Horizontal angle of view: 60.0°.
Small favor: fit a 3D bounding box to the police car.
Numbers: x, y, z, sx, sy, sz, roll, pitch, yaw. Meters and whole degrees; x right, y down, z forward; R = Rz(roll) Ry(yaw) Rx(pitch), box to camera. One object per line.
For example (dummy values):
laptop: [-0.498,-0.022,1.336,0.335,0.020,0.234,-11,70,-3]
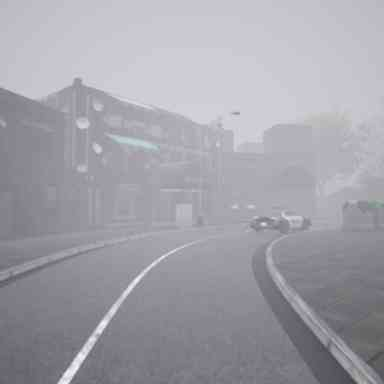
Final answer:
police car: [5.699,1.737,20.783,2.038,1.542,4.974,-1,-2,42]
